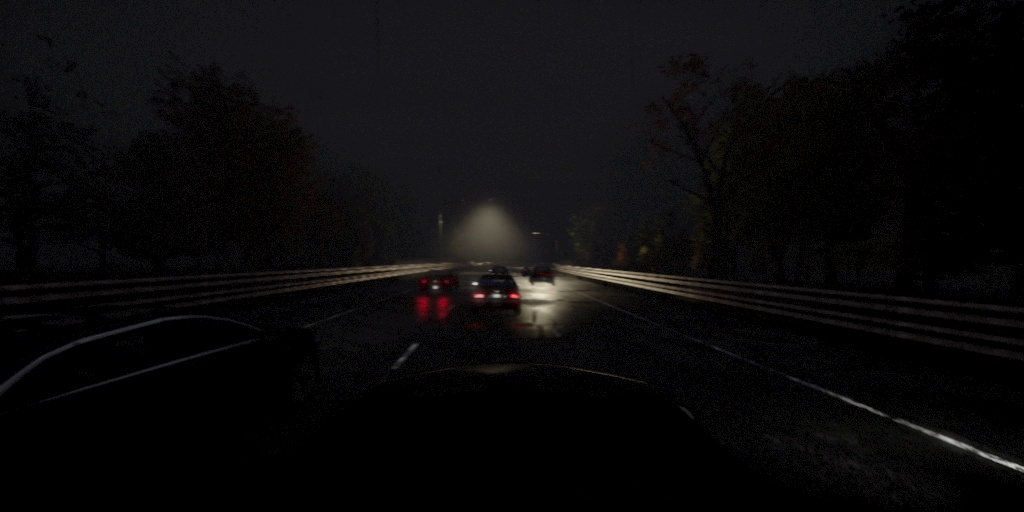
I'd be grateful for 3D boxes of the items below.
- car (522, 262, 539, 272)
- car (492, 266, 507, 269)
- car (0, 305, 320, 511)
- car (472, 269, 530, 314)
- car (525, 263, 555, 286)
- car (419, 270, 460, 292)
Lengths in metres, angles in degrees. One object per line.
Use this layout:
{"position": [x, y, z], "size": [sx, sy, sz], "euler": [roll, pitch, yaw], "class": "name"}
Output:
{"position": [2.225, 1.855, 44.475], "size": [1.994, 1.385, 4.181], "euler": [1, -1, 0], "class": "car"}
{"position": [-1.145, 1.644, 33.712], "size": [2.033, 1.411, 5.357], "euler": [1, -1, -1], "class": "car"}
{"position": [-3.561, 1.191, 3.201], "size": [2.128, 1.511, 4.902], "euler": [1, -1, -3], "class": "car"}
{"position": [-0.610, 1.431, 14.614], "size": [2.033, 1.411, 5.357], "euler": [1, -1, -2], "class": "car"}
{"position": [2.417, 1.594, 29.745], "size": [1.882, 1.535, 5.008], "euler": [1, -1, -1], "class": "car"}
{"position": [-4.383, 1.503, 22.459], "size": [1.895, 1.301, 4.718], "euler": [1, -1, -2], "class": "car"}
